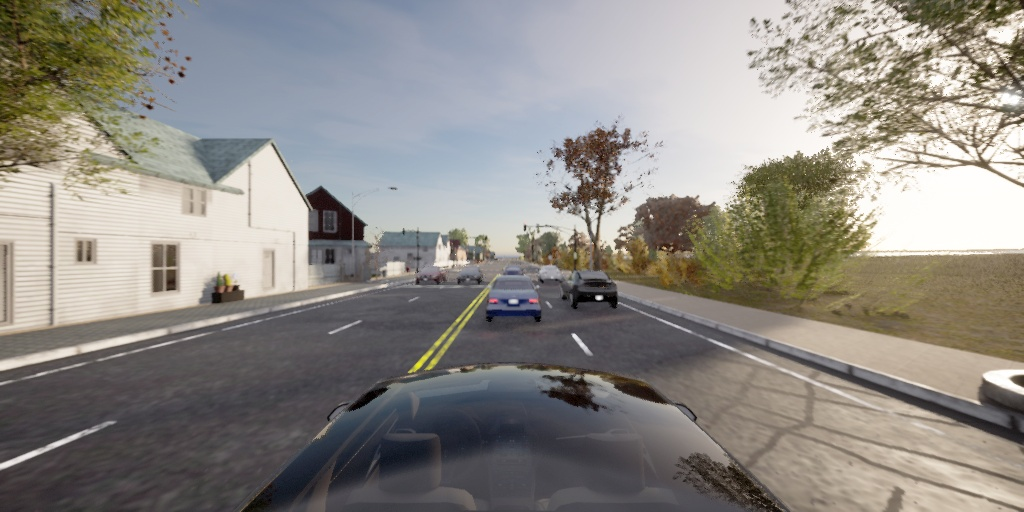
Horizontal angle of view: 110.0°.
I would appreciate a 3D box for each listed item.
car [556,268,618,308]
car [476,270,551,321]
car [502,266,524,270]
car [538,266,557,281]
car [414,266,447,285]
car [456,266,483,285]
[{"bbox_3d":[3.324,1.392,16.078,1.837,1.490,4.892,0,-1,0],"label":"car"},{"bbox_3d":[0.061,1.408,13.039,2.033,1.411,5.357,0,-1,0],"label":"car"},{"bbox_3d":[0.070,1.561,31.869,1.812,1.442,4.674,0,-1,0],"label":"car"},{"bbox_3d":[3.317,1.561,31.821,1.812,1.442,4.674,0,-1,0],"label":"car"},{"bbox_3d":[-6.604,1.541,29.695,1.812,1.442,4.674,0,-1,0],"label":"car"},{"bbox_3d":[-3.353,1.540,29.580,1.812,1.442,4.674,0,-1,0],"label":"car"}]
